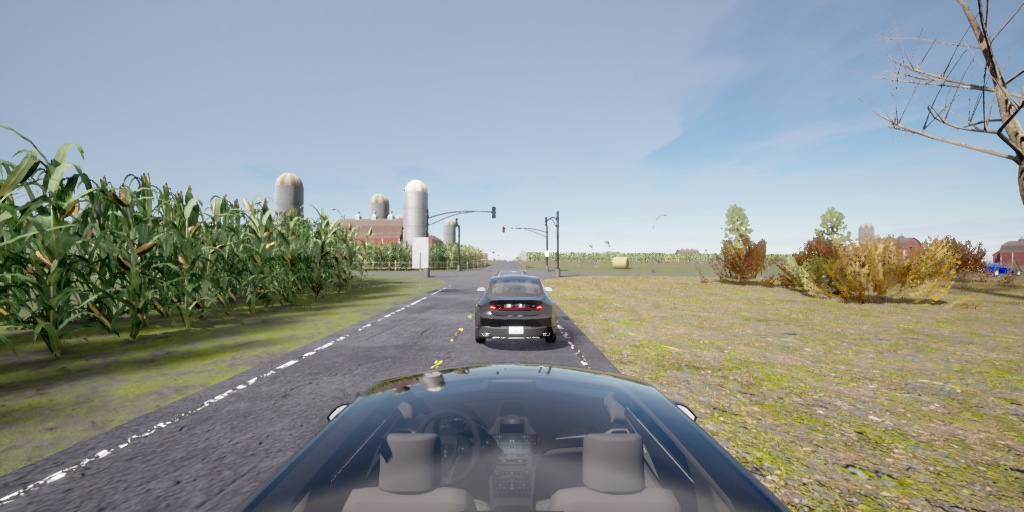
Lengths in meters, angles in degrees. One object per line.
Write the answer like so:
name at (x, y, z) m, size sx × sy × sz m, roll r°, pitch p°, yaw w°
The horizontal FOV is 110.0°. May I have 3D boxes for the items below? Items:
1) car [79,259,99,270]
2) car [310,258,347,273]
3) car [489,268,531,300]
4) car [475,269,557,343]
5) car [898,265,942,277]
car at (-42.492, 0.965, 36.435) m, size 4.181 × 1.385 × 1.994 m, roll 0°, pitch -1°, yaw -3°
car at (-19.826, 0.931, 37.674) m, size 4.553 × 1.767 × 2.097 m, roll 0°, pitch -1°, yaw -3°
car at (0.033, 1.360, 18.838) m, size 1.895 × 1.301 × 4.718 m, roll 0°, pitch 0°, yaw 4°
car at (0.080, 1.259, 9.686) m, size 1.837 × 1.490 × 4.892 m, roll 0°, pitch 0°, yaw 0°
car at (48.561, 1.768, 42.548) m, size 4.181 × 1.385 × 1.994 m, roll 1°, pitch -1°, yaw -5°
